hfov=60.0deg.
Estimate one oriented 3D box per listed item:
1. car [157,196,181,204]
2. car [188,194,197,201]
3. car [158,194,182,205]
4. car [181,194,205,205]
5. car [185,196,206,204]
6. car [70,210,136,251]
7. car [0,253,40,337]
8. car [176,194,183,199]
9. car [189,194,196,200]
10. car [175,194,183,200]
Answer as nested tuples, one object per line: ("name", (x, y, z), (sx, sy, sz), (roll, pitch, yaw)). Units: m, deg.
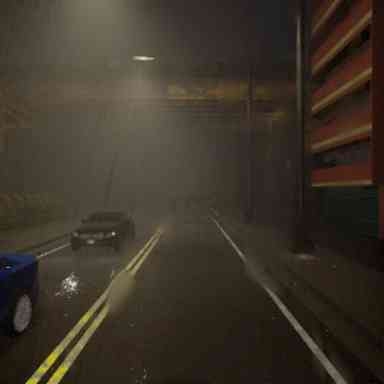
("car", (-3.653, 1.236, 53.705), (1.853, 1.218, 4.536), (0, 0, 25))
("car", (0.102, 1.364, 79.949), (2.038, 1.542, 4.974), (0, 0, 0))
("car", (-3.675, 1.394, 53.657), (2.038, 1.542, 4.974), (0, 0, 25))
("car", (0.486, 1.393, 53.352), (2.038, 1.542, 4.974), (0, 0, -20))
("car", (0.467, 1.236, 53.401), (1.853, 1.218, 4.536), (0, 0, -20))
("car", (-3.584, 1.510, 14.207), (1.812, 1.442, 4.674), (0, 0, 0))
("car", (-3.594, 1.474, 3.803), (1.882, 1.535, 5.008), (0, 0, 0))
("car", (-3.335, 1.197, 88.520), (1.853, 1.218, 4.536), (0, 0, 0))
("car", (0.101, 1.206, 80.000), (1.853, 1.218, 4.536), (0, 0, 0))
("car", (-3.335, 1.355, 88.469), (2.038, 1.542, 4.974), (0, 0, 0))
